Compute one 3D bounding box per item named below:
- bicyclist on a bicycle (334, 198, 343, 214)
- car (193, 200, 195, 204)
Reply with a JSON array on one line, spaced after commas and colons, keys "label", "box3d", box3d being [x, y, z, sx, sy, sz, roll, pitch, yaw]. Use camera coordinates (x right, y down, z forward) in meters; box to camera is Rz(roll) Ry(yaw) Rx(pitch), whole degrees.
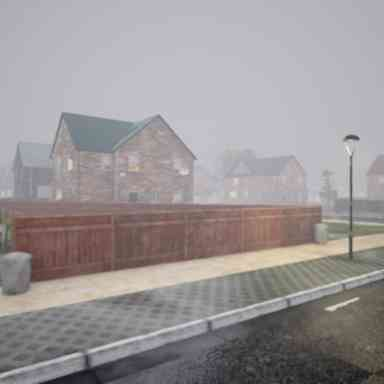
[{"label": "bicyclist on a bicycle", "box3d": [15.702, 1.505, 35.617, 1.656, 1.620, 0.582, 1, 0, -36]}, {"label": "car", "box3d": [-1.402, 1.667, 54.174, 2.128, 1.511, 4.902, 1, -1, -36]}]
